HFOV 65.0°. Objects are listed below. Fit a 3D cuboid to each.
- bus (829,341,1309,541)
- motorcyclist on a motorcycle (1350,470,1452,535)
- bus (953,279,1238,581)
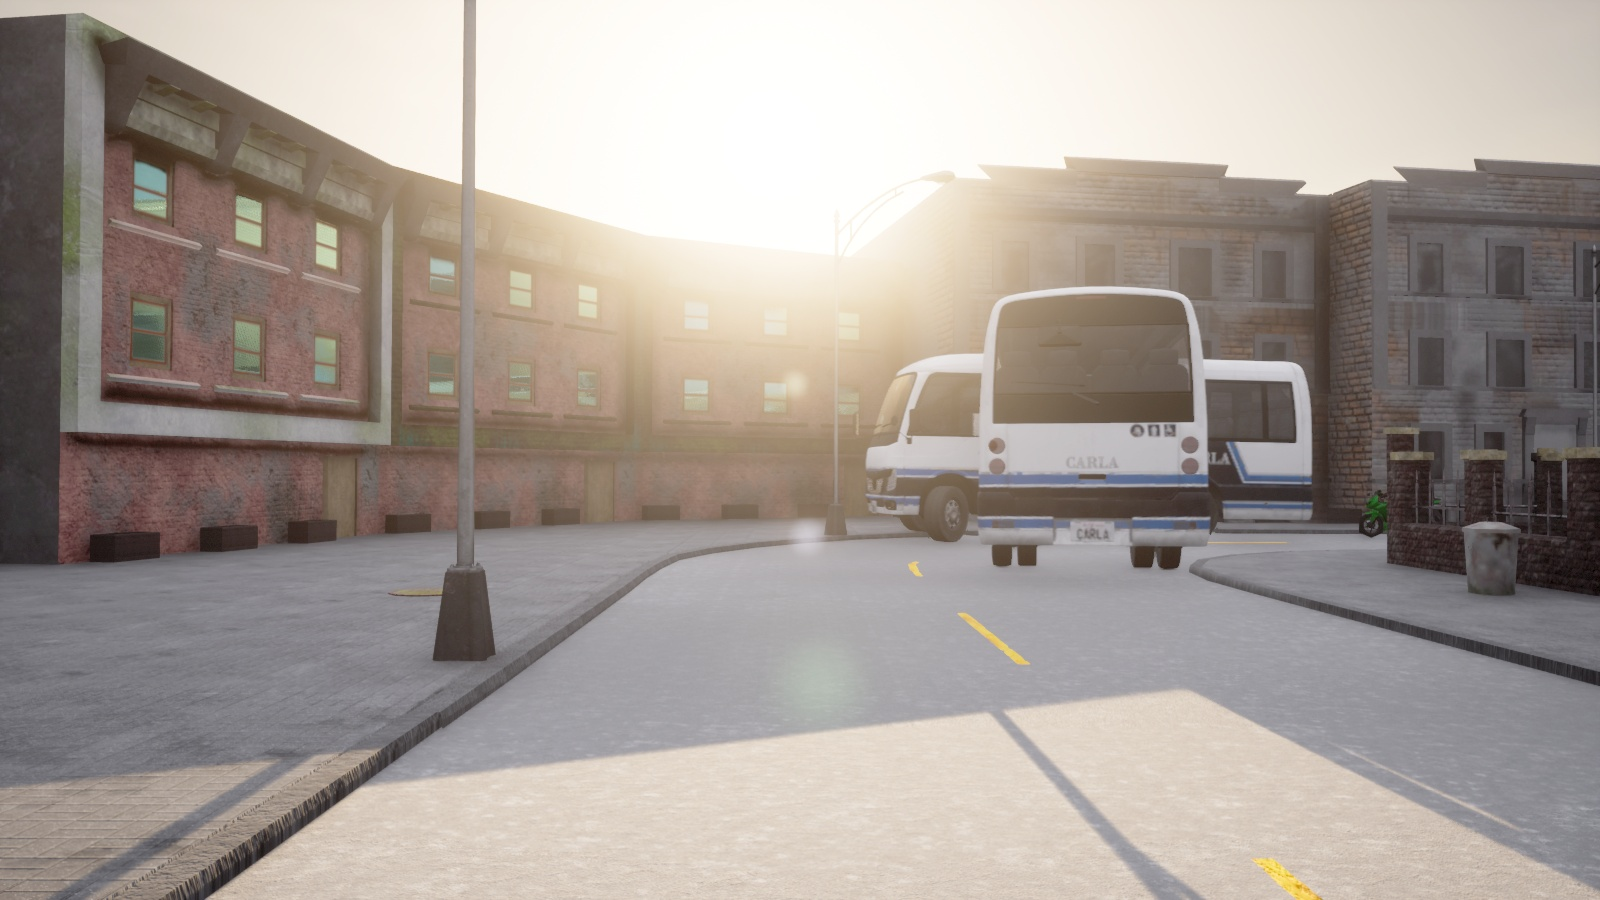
[{"bbox_3d":[6.071,-0.118,29.485,10.273,4.253,3.944,1,-1,-7],"label":"bus"},{"bbox_3d":[14.416,1.244,30.164,2.044,1.523,0.797,0,-1,0],"label":"motorcyclist on a motorcycle"},{"bbox_3d":[5.108,-0.191,23.089,3.944,4.253,10.273,-1,-1,10],"label":"bus"}]
